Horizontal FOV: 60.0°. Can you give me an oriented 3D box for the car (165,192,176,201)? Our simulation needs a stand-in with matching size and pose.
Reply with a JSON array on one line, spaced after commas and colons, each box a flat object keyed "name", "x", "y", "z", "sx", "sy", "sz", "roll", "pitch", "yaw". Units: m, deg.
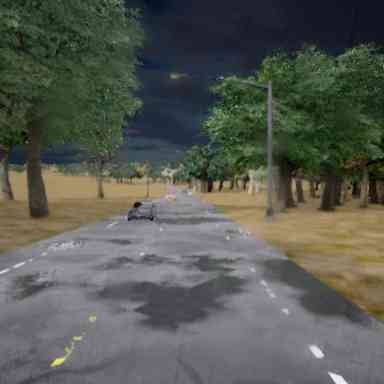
[{"name": "car", "x": -4.277, "y": 0.797, "z": 67.427, "sx": 2.097, "sy": 1.767, "sz": 4.553, "roll": 0, "pitch": 1, "yaw": -1}]

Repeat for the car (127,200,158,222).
[{"name": "car", "x": -3.714, "y": 1.406, "z": 25.458, "sx": 1.837, "sy": 1.490, "sz": 4.892, "roll": 0, "pitch": 0, "yaw": 0}]
